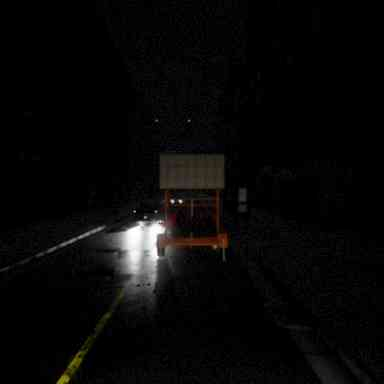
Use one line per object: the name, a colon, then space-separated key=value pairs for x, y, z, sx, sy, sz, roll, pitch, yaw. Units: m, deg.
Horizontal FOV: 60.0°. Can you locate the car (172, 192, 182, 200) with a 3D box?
car: x=-3.004 y=0.830 z=67.013 sx=1.882 sy=1.535 sz=5.008 roll=0 pitch=1 yaw=0

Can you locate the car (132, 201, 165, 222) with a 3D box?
car: x=-3.097 y=1.364 z=24.355 sx=1.895 sy=1.301 sz=4.718 roll=0 pitch=1 yaw=0

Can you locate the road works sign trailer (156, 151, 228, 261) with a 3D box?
road works sign trailer: x=0.002 y=0.347 z=11.776 sx=2.380 sy=3.560 sz=2.880 roll=0 pitch=1 yaw=0
